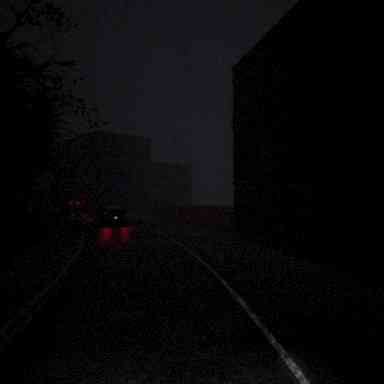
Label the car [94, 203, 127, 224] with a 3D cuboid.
[{"bbox_3d":[-6.209,1.587,25.190,1.812,1.442,4.674,0,0,-24],"label":"car"}]

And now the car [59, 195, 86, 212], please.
[{"bbox_3d":[-14.645,1.371,40.690,2.150,2.045,5.566,0,0,-33],"label":"car"}]
